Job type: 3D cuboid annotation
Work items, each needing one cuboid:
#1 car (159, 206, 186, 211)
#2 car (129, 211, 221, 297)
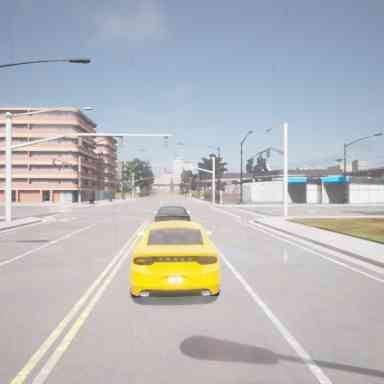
[{"bbox_3d":[-1.076,1.478,18.190,1.882,1.535,5.008,0,0,-4],"label":"car"},{"bbox_3d":[-0.441,1.478,8.630,1.882,1.535,5.008,0,0,-3],"label":"car"}]
